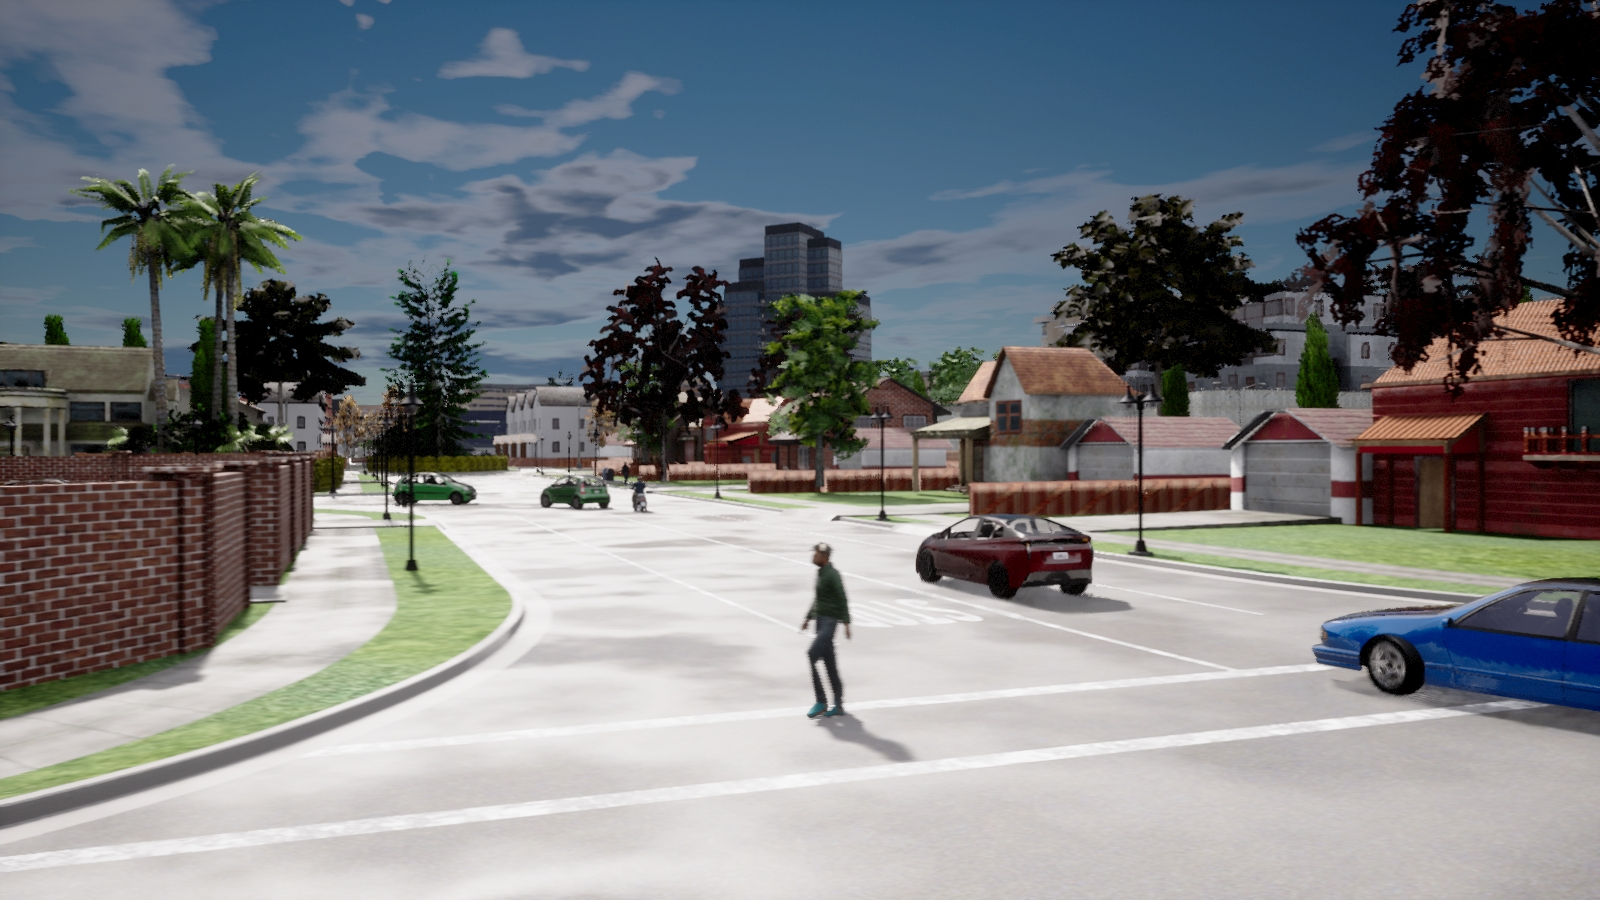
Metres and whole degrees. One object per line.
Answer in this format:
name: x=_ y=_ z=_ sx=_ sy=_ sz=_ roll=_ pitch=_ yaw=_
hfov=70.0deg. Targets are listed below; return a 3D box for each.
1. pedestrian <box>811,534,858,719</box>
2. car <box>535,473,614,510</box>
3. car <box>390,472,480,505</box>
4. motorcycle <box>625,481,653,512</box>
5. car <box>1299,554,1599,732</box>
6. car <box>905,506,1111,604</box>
pedestrian: x=0.357 y=1.834 z=11.987 sx=0.375 sy=1.860 sz=0.375 roll=0 pitch=0 yaw=-20
car: x=-10.946 y=1.979 z=55.335 sx=1.851 sy=1.617 sz=3.988 roll=0 pitch=0 yaw=-45
car: x=-18.496 y=1.930 z=58.005 sx=3.988 sy=1.617 sz=1.851 roll=0 pitch=0 yaw=0
motorcycle: x=-7.318 y=2.101 z=51.842 sx=0.856 sy=1.341 sz=1.805 roll=0 pitch=0 yaw=-22
car: x=8.389 y=2.058 z=12.139 sx=2.033 sy=1.411 sz=5.357 roll=0 pitch=0 yaw=-36
car: x=4.014 y=2.005 z=22.962 sx=2.007 sy=1.525 sz=4.514 roll=0 pitch=0 yaw=-21
